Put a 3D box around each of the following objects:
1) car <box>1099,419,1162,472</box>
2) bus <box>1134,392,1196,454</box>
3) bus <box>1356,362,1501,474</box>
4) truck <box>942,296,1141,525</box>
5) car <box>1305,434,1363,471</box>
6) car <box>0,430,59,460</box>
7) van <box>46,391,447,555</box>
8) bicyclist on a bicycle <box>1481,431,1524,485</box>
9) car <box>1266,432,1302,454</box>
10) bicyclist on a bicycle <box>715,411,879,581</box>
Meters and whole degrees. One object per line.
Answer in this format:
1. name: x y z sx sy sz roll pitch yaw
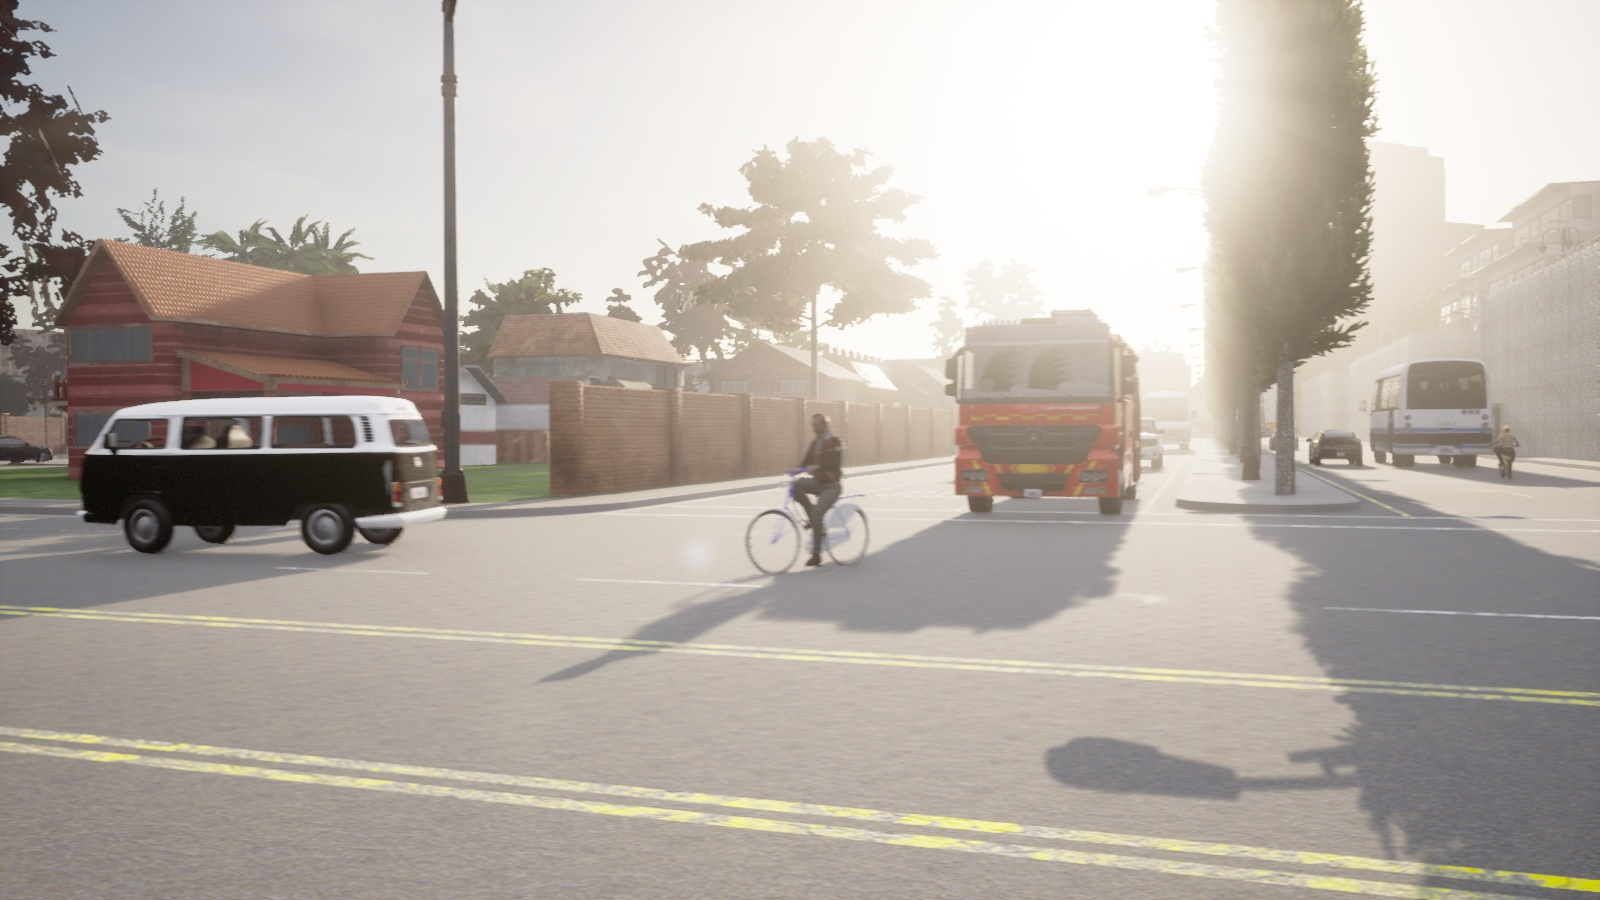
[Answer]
1. car: 13.435 -0.218 50.831 2.150 2.045 5.566 1 1 18
2. bus: 26.687 -1.914 91.436 3.944 4.253 10.273 1 1 18
3. bus: 26.319 -1.303 53.217 3.944 4.253 10.273 1 1 18
4. truck: 5.177 -0.725 25.473 2.891 3.827 8.468 1 1 18
5. car: 22.775 0.057 53.680 1.837 1.490 4.892 1 1 18
6. car: -38.778 -0.272 61.126 1.812 1.442 4.674 0 1 17
7. van: -7.309 0.252 16.853 4.480 2.038 2.069 0 1 7
8. bicyclist on a bicycle: 21.464 0.229 38.381 0.866 1.612 1.509 1 1 18
9. car: 34.578 -0.532 89.884 2.128 1.511 4.902 0 1 18
10. bicyclist on a bicycle: -0.010 0.474 13.964 1.843 1.776 0.659 -1 0 -42
